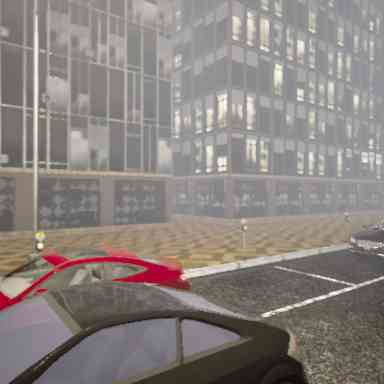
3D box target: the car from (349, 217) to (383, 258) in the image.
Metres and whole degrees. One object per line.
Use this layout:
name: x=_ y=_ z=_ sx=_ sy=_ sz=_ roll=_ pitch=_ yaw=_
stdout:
car: x=7.307 y=1.536 z=11.772 sx=4.403 sy=1.369 sz=2.008 roll=0 pitch=0 yaw=-36

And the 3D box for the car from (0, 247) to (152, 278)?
car: x=-1.960 y=1.581 z=5.158 sx=4.206 sy=1.307 sz=1.802 roll=0 pitch=0 yaw=-36

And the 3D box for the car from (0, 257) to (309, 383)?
car: x=-0.966 y=1.563 z=2.688 sx=4.181 sy=1.385 sz=1.994 roll=0 pitch=0 yaw=-35
